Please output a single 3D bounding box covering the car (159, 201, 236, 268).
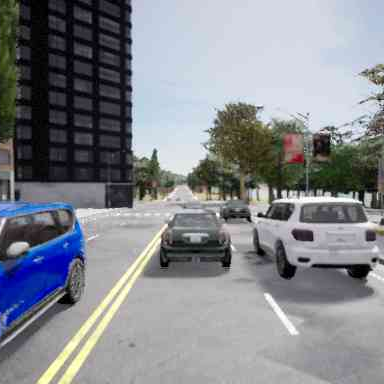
[{"bbox_3d":[0.103,1.338,11.412,2.097,1.767,4.553,0,0,0],"label":"car"}]

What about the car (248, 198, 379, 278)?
[{"bbox_3d":[3.352,1.201,10.173,2.150,2.045,5.566,0,-1,0],"label":"car"}]

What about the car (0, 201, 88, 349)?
[{"bbox_3d":[-3.349,1.211,5.124,2.150,2.045,5.566,0,0,0],"label":"car"}]

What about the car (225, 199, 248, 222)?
[{"bbox_3d":[3.354,1.364,26.554,2.097,1.767,4.553,0,0,0],"label":"car"}]

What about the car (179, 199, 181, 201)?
[{"bbox_3d":[0.105,1.518,26.934,1.837,1.490,4.892,0,0,0],"label":"car"}]
